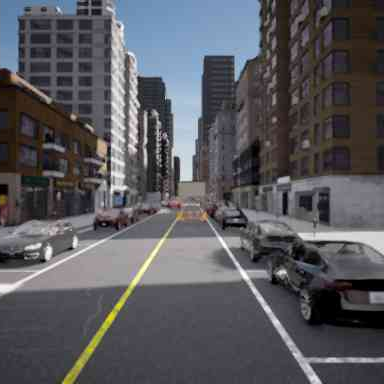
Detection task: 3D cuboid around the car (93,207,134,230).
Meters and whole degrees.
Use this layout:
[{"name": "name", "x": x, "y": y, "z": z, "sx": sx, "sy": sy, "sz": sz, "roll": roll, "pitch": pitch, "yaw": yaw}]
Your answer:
[{"name": "car", "x": -5.667, "y": 1.863, "z": 23.670, "sx": 1.887, "sy": 1.381, "sz": 4.507, "roll": 0, "pitch": -1, "yaw": 0}]

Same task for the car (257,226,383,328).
[{"name": "car", "x": 2.858, "y": 1.664, "z": 7.119, "sx": 1.947, "sy": 1.339, "sz": 4.313, "roll": 0, "pitch": -1, "yaw": 0}]

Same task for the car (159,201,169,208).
[{"name": "car", "x": -5.668, "y": 2.485, "z": 67.866, "sx": 1.802, "sy": 1.307, "sz": 4.206, "roll": 0, "pitch": -1, "yaw": 0}]

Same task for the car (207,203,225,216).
[{"name": "car", "x": 2.858, "y": 2.066, "z": 40.429, "sx": 1.752, "sy": 1.417, "sz": 4.829, "roll": 0, "pitch": -1, "yaw": 0}]

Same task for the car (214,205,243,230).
[{"name": "car", "x": 2.858, "y": 1.885, "z": 23.689, "sx": 1.947, "sy": 1.339, "sz": 4.313, "roll": 0, "pitch": -1, "yaw": 0}]

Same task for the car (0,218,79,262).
[{"name": "car", "x": -5.668, "y": 1.722, "z": 12.620, "sx": 2.008, "sy": 1.369, "sz": 4.403, "roll": 0, "pitch": -1, "yaw": 0}]

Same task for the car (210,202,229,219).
[{"name": "car", "x": 2.859, "y": 1.920, "z": 29.383, "sx": 1.752, "sy": 1.417, "sz": 4.829, "roll": 0, "pitch": -1, "yaw": 0}]

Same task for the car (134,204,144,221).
[{"name": "car", "x": -5.668, "y": 1.974, "z": 29.194, "sx": 1.802, "sy": 1.307, "sz": 4.206, "roll": 0, "pitch": -1, "yaw": 0}]

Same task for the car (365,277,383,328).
[{"name": "car", "x": 2.858, "y": 1.605, "z": 1.596, "sx": 1.802, "sy": 1.307, "sz": 4.206, "roll": 0, "pitch": -1, "yaw": 0}]

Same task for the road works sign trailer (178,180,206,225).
[{"name": "road works sign trailer", "x": 0.000, "y": 0.835, "z": 27.607, "sx": 2.380, "sy": 3.560, "sz": 2.880, "roll": 0, "pitch": -1, "yaw": 0}]

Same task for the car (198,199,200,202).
[{"name": "car", "x": 2.858, "y": 2.469, "z": 67.874, "sx": 1.947, "sy": 1.339, "sz": 4.313, "roll": 0, "pitch": -1, "yaw": 0}]

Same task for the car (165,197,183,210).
[{"name": "car", "x": -3.040, "y": 1.999, "z": 58.551, "sx": 2.150, "sy": 2.045, "sz": 5.566, "roll": 0, "pitch": -1, "yaw": 1}]

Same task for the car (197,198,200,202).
[{"name": "car", "x": 2.859, "y": 2.291, "z": 73.401, "sx": 2.192, "sy": 1.841, "sz": 5.009, "roll": 0, "pitch": -1, "yaw": 0}]

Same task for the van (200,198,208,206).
[{"name": "van", "x": 2.858, "y": 2.390, "z": 78.924, "sx": 1.690, "sy": 1.788, "sz": 3.998, "roll": 0, "pitch": -1, "yaw": 0}]

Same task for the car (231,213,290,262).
[{"name": "car", "x": 2.858, "y": 1.723, "z": 12.643, "sx": 2.008, "sy": 1.369, "sz": 4.403, "roll": 0, "pitch": -1, "yaw": 0}]

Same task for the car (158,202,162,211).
[{"name": "car", "x": -5.668, "y": 2.177, "z": 45.768, "sx": 1.947, "sy": 1.339, "sz": 4.313, "roll": 0, "pitch": -1, "yaw": 0}]

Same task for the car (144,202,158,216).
[{"name": "car", "x": -5.667, "y": 2.082, "z": 40.243, "sx": 1.887, "sy": 1.381, "sz": 4.507, "roll": 0, "pitch": -1, "yaw": 0}]

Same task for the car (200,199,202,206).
[{"name": "car", "x": 2.858, "y": 2.308, "z": 56.828, "sx": 2.008, "sy": 1.369, "sz": 4.403, "roll": 0, "pitch": -1, "yaw": 0}]

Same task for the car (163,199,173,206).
[{"name": "car", "x": -5.668, "y": 2.489, "z": 78.917, "sx": 1.967, "sy": 1.590, "sz": 4.097, "roll": 0, "pitch": -1, "yaw": 0}]

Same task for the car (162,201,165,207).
[{"name": "car", "x": -5.667, "y": 2.249, "z": 51.292, "sx": 1.947, "sy": 1.339, "sz": 4.313, "roll": 0, "pitch": -1, "yaw": 0}]

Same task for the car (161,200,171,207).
[{"name": "car", "x": -5.668, "y": 2.542, "z": 73.391, "sx": 1.947, "sy": 1.339, "sz": 4.313, "roll": 0, "pitch": -1, "yaw": 0}]

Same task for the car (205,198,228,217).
[{"name": "car", "x": 2.859, "y": 1.780, "z": 34.739, "sx": 2.192, "sy": 1.841, "sz": 5.009, "roll": 0, "pitch": -1, "yaw": 0}]

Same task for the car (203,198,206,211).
[{"name": "car", "x": 2.858, "y": 2.051, "z": 45.783, "sx": 1.967, "sy": 1.590, "sz": 4.097, "roll": 0, "pitch": -1, "yaw": 0}]

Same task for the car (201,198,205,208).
[{"name": "car", "x": 2.858, "y": 2.124, "z": 51.306, "sx": 1.967, "sy": 1.590, "sz": 4.097, "roll": 0, "pitch": -1, "yaw": 0}]
